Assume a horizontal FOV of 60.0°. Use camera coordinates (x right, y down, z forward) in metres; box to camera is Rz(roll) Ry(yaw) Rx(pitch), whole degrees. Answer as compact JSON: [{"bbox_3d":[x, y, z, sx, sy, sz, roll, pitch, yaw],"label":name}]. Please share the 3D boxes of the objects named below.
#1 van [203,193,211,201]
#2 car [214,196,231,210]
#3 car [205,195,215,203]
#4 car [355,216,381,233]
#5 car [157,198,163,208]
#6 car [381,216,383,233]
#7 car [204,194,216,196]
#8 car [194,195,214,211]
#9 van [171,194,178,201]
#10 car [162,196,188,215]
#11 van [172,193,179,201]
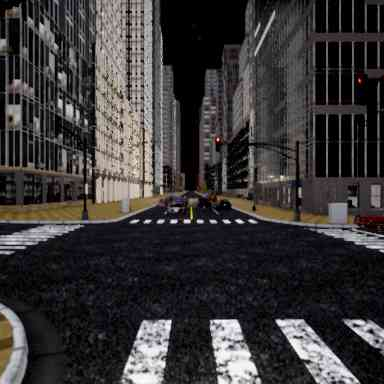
[{"bbox_3d":[3.677,1.270,80.523,1.690,1.788,3.998,0,0,0],"label":"van"},{"bbox_3d":[3.907,1.552,41.832,1.947,1.339,4.313,0,0,0],"label":"car"},{"bbox_3d":[3.729,1.388,69.469,1.967,1.590,4.097,0,0,0],"label":"car"},{"bbox_3d":[12.806,1.842,20.598,4.718,1.301,1.895,1,0,-1],"label":"car"},{"bbox_3d":[-4.048,1.563,47.321,1.802,1.307,4.206,0,0,0],"label":"car"},{"bbox_3d":[12.827,1.597,17.287,4.553,1.767,2.097,1,0,-3],"label":"car"},{"bbox_3d":[3.755,1.272,63.940,2.192,1.841,5.009,0,0,0],"label":"car"},{"bbox_3d":[1.391,1.492,41.054,1.837,1.490,4.892,0,0,0],"label":"car"},{"bbox_3d":[-4.203,1.270,80.487,1.690,1.788,3.998,0,0,0],"label":"van"},{"bbox_3d":[-1.527,1.487,33.766,2.128,1.511,4.902,0,0,-1],"label":"car"},{"bbox_3d":[-4.229,1.261,86.014,1.690,1.788,3.998,0,0,0],"label":"van"}]
